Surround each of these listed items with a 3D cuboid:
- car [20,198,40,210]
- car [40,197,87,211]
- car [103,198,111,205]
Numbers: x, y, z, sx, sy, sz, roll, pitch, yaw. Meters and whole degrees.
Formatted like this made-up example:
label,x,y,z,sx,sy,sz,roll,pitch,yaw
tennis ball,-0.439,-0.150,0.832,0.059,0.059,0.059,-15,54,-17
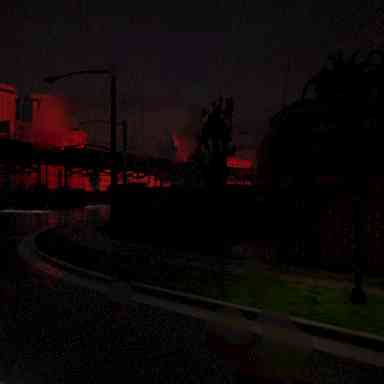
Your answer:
label,x,y,z,sx,sy,sz,roll,pitch,yaw
car,-18.493,1.403,40.677,1.812,1.442,4.674,0,1,37
car,-14.925,1.364,39.591,1.837,1.490,4.892,0,1,37
car,-11.146,1.220,50.404,2.128,1.511,4.902,0,1,37
